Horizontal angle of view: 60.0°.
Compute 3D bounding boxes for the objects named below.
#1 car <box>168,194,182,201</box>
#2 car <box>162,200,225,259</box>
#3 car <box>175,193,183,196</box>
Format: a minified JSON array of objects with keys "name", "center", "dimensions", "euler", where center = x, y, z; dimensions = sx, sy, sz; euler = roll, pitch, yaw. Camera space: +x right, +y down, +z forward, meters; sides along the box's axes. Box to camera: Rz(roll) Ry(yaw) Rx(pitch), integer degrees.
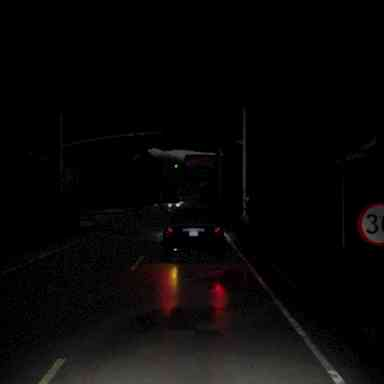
[{"name":"car","center":[-3.483,1.565,64.518],"dimensions":[1.837,1.490,4.892],"euler":[0,0,1]},{"name":"car","center":[0.071,1.365,12.879],"dimensions":[2.097,1.767,4.553],"euler":[0,0,0]},{"name":"car","center":[-3.457,1.297,79.989],"dimensions":[2.150,2.045,5.566],"euler":[0,0,0]}]
